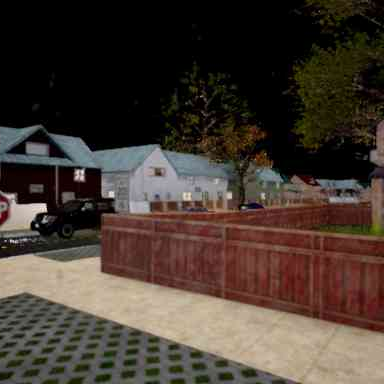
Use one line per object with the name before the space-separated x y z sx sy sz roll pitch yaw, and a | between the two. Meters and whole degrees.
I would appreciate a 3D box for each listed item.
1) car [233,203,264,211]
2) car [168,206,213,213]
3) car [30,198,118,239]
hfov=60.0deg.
car | 6.083 1.862 35.198 1.812 1.442 4.674 0 -1 37
car | -0.119 1.841 26.933 1.895 1.301 4.718 0 -1 37
car | -6.121 1.365 18.892 2.150 2.045 5.566 0 -1 36
